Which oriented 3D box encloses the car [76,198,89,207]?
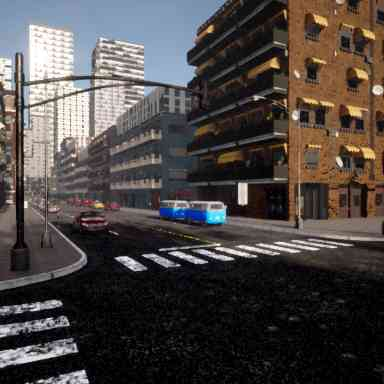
[{"bbox_3d":[-22.256,2.208,69.751,2.192,1.841,5.009,-1,0,-27],"label":"car"}]

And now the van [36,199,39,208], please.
[{"bbox_3d":[-27.106,2.196,60.964,1.690,1.788,3.998,-1,0,-27],"label":"van"}]

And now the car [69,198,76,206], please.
[{"bbox_3d":[-27.407,2.352,79.700,2.192,1.841,5.009,-1,0,-27],"label":"car"}]

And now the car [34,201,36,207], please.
[{"bbox_3d":[-32.278,2.313,70.903,2.192,1.841,5.009,-1,0,-27],"label":"car"}]

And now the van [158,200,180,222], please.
[{"bbox_3d":[-1.653,1.662,29.955,1.690,1.788,3.998,-1,0,-27],"label":"van"}]

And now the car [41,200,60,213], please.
[{"bbox_3d":[-19.376,2.222,46.040,1.802,1.307,4.206,-1,0,-27],"label":"car"}]

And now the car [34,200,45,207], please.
[{"bbox_3d":[-34.863,2.621,75.869,2.008,1.369,4.403,-1,0,-27],"label":"car"}]

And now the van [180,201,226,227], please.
[{"bbox_3d":[0.922,1.591,24.979,1.690,1.788,3.998,-1,0,-27],"label":"van"}]

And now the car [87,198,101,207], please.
[{"bbox_3d":[-17.179,2.277,59.953,1.752,1.417,4.829,-1,0,-27],"label":"car"}]

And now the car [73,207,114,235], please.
[{"bbox_3d":[-6.499,1.864,21.167,1.802,1.307,4.206,-1,0,-27],"label":"car"}]

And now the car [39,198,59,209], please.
[{"bbox_3d":[-21.954,2.151,51.015,1.967,1.590,4.097,-1,0,-27],"label":"car"}]

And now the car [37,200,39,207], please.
[{"bbox_3d":[-24.526,2.334,55.989,2.008,1.369,4.403,-1,0,-27],"label":"car"}]

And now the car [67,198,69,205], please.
[{"bbox_3d":[-32.557,2.496,89.650,2.192,1.841,5.009,-1,0,-27],"label":"car"}]

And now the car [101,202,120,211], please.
[{"bbox_3d":[-11.950,2.189,49.852,1.802,1.307,4.206,-1,0,-27],"label":"car"}]
